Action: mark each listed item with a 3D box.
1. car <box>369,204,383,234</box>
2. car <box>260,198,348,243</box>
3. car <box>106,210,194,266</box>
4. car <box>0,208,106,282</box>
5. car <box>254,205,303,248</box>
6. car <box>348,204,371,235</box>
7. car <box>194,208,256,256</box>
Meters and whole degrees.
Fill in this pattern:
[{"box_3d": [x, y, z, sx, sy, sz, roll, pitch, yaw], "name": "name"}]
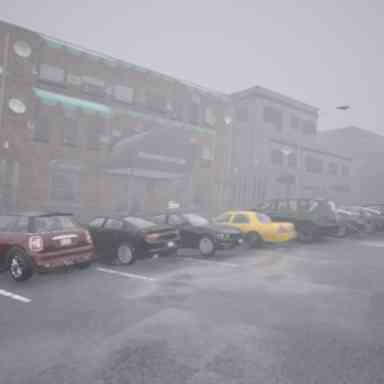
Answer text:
[{"box_3d": [9.290, 1.652, 20.143, 4.892, 1.521, 2.231, -1, -1, 35], "name": "car"}, {"box_3d": [4.466, 1.318, 16.780, 5.566, 2.045, 2.435, -1, -1, 35], "name": "car"}, {"box_3d": [-2.681, 1.489, 11.667, 5.008, 1.535, 2.097, -1, -1, 35], "name": "car"}, {"box_3d": [-5.056, 1.351, 9.950, 4.553, 1.767, 2.185, -1, -1, 35], "name": "car"}, {"box_3d": [1.948, 1.534, 15.174, 5.366, 1.575, 1.946, -1, -1, 35], "name": "car"}, {"box_3d": [6.890, 1.606, 18.450, 4.892, 1.521, 2.231, -1, -1, 35], "name": "car"}, {"box_3d": [-0.299, 1.511, 13.375, 5.008, 1.535, 2.097, -1, -1, 35], "name": "car"}]
